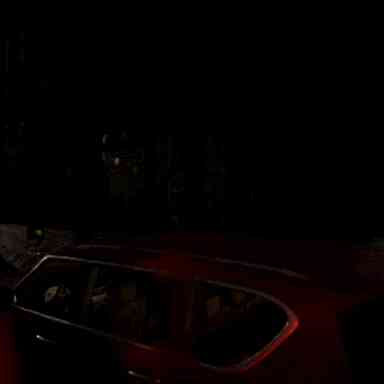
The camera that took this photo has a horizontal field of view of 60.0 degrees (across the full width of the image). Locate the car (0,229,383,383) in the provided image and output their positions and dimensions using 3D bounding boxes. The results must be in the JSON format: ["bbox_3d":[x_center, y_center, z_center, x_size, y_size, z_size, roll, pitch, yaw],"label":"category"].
[{"bbox_3d":[-0.491,1.331,3.305,5.009,1.841,2.192,-1,1,35],"label":"car"}]
